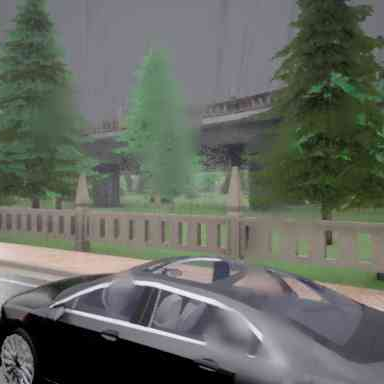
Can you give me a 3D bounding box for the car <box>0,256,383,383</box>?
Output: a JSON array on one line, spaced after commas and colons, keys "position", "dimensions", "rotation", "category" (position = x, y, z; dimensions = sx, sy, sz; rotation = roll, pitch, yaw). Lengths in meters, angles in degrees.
[{"position": [-0.202, 1.492, 3.619], "dimensions": [4.902, 1.511, 2.128], "rotation": [0, 0, 33], "category": "car"}]
